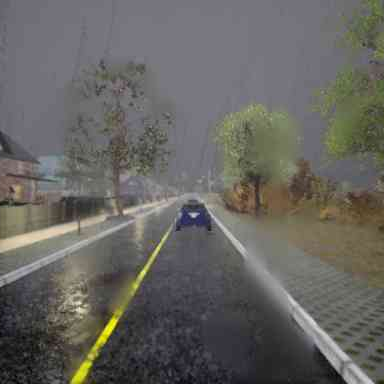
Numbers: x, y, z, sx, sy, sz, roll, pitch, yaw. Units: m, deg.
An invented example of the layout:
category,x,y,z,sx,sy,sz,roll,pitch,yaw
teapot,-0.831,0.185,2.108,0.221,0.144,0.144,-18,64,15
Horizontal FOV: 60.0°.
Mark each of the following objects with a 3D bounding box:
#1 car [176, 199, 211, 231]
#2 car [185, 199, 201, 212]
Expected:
category,x,y,z,sx,sy,sz,roll,pitch,yaw
car,0.106,1.433,21.509,2.097,1.767,4.553,0,0,0
car,0.114,1.666,42.041,1.837,1.490,4.892,0,0,0
